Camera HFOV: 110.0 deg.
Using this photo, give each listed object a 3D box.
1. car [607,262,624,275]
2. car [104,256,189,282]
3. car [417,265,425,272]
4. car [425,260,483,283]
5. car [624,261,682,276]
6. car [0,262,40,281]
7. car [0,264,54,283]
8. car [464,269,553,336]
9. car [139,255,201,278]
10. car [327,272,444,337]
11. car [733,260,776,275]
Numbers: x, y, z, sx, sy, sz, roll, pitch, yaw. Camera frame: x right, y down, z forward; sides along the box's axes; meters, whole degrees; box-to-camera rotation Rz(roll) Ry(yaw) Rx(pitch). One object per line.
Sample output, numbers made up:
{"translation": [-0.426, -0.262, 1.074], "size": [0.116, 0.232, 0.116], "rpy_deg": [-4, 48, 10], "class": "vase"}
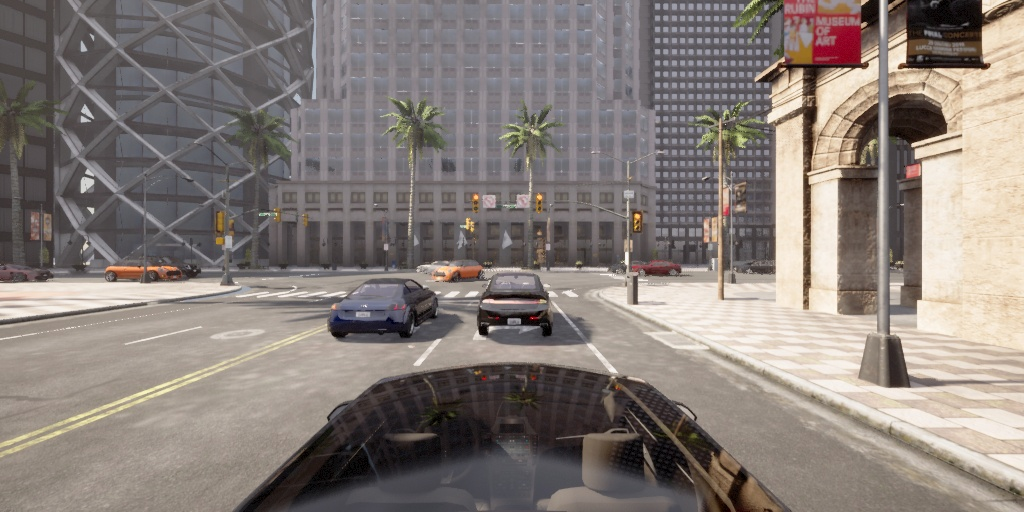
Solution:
{"translation": [12.964, 1.255, 39.355], "size": [4.892, 1.490, 1.837], "rpy_deg": [0, 0, 0], "class": "car"}
{"translation": [-29.127, 1.102, 28.469], "size": [4.553, 1.767, 2.097], "rpy_deg": [0, 0, -3], "class": "car"}
{"translation": [-8.009, 1.276, 39.420], "size": [4.674, 1.442, 1.812], "rpy_deg": [0, 0, 0], "class": "car"}
{"translation": [-4.235, 1.102, 28.364], "size": [2.097, 1.767, 4.553], "rpy_deg": [0, 0, 32], "class": "car"}
{"translation": [14.274, 1.228, 35.852], "size": [5.008, 1.535, 1.882], "rpy_deg": [0, 0, 0], "class": "car"}
{"translation": [-42.655, 1.242, 29.021], "size": [4.902, 1.511, 2.128], "rpy_deg": [0, 0, -26], "class": "car"}
{"translation": [-38.004, 1.314, 27.079], "size": [4.181, 1.385, 1.994], "rpy_deg": [0, 0, -20], "class": "car"}
{"translation": [0.118, 1.242, 10.392], "size": [2.128, 1.511, 4.902], "rpy_deg": [0, 0, 2], "class": "car"}
{"translation": [-31.167, 0.971, 31.965], "size": [5.566, 2.045, 2.150], "rpy_deg": [0, 0, -3], "class": "car"}
{"translation": [-3.419, 1.314, 10.261], "size": [1.994, 1.385, 4.181], "rpy_deg": [0, 0, 0], "class": "car"}
{"translation": [26.847, 1.253, 39.313], "size": [4.892, 1.490, 1.837], "rpy_deg": [-1, 0, 0], "class": "car"}
